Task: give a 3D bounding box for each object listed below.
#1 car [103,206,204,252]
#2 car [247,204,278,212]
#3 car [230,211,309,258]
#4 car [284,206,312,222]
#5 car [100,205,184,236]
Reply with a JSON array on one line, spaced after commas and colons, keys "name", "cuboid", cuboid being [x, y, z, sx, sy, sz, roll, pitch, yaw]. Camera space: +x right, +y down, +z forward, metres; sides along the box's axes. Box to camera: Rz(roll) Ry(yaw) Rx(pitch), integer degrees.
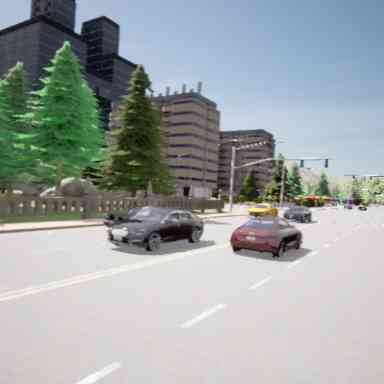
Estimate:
[{"name": "car", "cuboid": [-1.285, 1.420, 13.709, 2.128, 1.511, 4.902, 3, 0, 32]}, {"name": "car", "cuboid": [7.248, 1.944, 33.785, 1.882, 1.535, 5.008, 3, 0, 32]}, {"name": "car", "cuboid": [3.256, 1.751, 14.012, 1.994, 1.385, 4.181, 3, 0, 32]}, {"name": "car", "cuboid": [10.144, 2.109, 31.826, 1.837, 1.490, 4.892, 3, 0, 32]}, {"name": "car", "cuboid": [-2.561, 1.459, 18.274, 1.895, 1.301, 4.718, 3, 0, 32]}]
